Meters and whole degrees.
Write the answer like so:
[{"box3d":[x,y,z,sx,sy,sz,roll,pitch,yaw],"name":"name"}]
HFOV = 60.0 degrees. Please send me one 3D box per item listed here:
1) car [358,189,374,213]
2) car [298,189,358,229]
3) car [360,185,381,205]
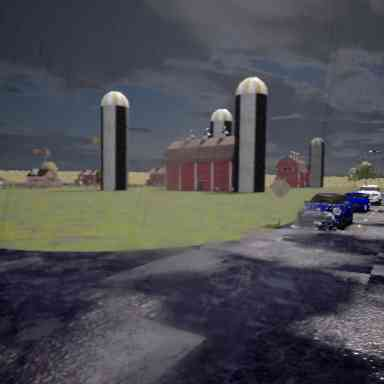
[{"box3d":[13.434,0.752,27.383,1.882,1.535,5.008,3,2,33],"name":"car"},{"box3d":[7.193,0.845,17.673,2.097,1.767,4.553,3,3,33],"name":"car"},{"box3d":[20.275,0.258,37.985,2.150,2.045,5.566,3,3,33],"name":"car"}]
